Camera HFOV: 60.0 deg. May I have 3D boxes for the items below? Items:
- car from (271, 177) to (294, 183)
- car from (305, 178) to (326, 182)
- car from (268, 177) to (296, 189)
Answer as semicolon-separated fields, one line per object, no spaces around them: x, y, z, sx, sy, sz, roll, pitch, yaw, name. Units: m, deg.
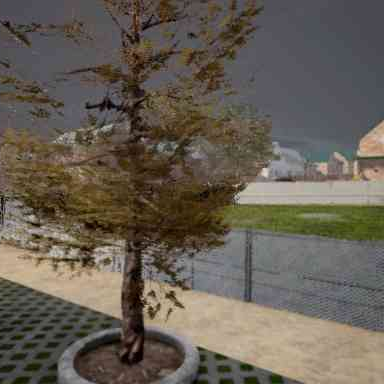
11.666;-1.045;42.474;1.882;1.535;5.008;1;4;42;car
18.685;-1.477;50.392;1.895;1.301;4.718;1;4;42;car
13.107;-1.329;48.277;1.837;1.490;4.892;1;4;42;car
